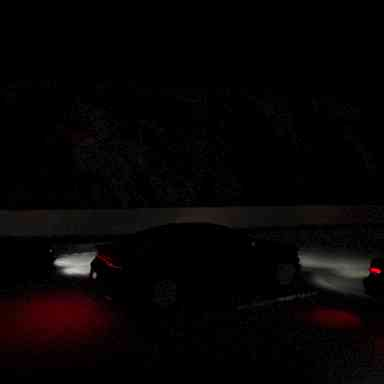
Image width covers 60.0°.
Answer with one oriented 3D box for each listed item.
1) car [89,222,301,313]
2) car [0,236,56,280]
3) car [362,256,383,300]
[{"bbox_3d":[0.285,1.436,7.592,5.008,1.535,1.882,0,0,-30],"label":"car"},{"bbox_3d":[-6.251,1.474,8.013,5.357,1.411,2.033,0,0,-34],"label":"car"},{"bbox_3d":[5.946,1.536,6.612,5.357,1.411,2.033,0,0,-23],"label":"car"}]
